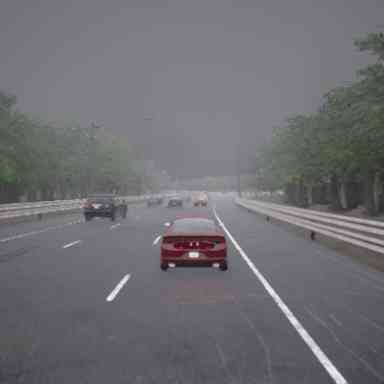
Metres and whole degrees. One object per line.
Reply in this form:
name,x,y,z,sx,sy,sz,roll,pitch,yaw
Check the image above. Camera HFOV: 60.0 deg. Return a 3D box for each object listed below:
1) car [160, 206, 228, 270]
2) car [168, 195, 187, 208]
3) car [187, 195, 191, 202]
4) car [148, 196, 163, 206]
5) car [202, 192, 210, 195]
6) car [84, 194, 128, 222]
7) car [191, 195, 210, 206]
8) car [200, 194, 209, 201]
car,0.080,1.463,11.046,1.882,1.535,5.008,0,0,1
car,-2.229,1.376,47.106,1.882,1.535,5.008,0,0,3
car,-1.081,1.301,67.152,2.128,1.511,4.902,0,0,4
car,-5.564,1.371,51.118,2.128,1.511,4.902,0,0,3
car,2.045,1.315,62.677,1.882,1.535,5.008,0,0,4
car,-6.586,1.172,25.913,2.150,2.045,5.566,0,0,2
car,1.356,1.489,50.873,1.895,1.301,4.718,0,0,3
car,2.989,1.257,77.618,1.837,1.490,4.892,0,0,4
